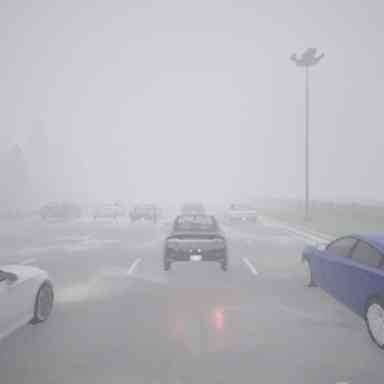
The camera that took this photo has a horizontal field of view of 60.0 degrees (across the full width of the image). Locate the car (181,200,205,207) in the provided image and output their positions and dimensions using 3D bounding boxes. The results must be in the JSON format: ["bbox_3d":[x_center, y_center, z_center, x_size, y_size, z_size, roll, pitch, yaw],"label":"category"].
[{"bbox_3d":[0.103,1.418,28.296,1.882,1.535,5.008,0,0,0],"label":"car"}]

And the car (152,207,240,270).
[{"bbox_3d":[0.101,1.469,10.940,2.128,1.511,4.902,0,0,0],"label":"car"}]

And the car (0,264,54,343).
[{"bbox_3d":[-3.410,1.517,4.134,1.812,1.442,4.674,0,0,0],"label":"car"}]

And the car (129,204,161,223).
[{"bbox_3d":[-3.397,1.548,25.165,1.895,1.301,4.718,0,0,0],"label":"car"}]

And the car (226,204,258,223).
[{"bbox_3d":[3.603,1.548,25.164,1.895,1.301,4.718,0,0,0],"label":"car"}]

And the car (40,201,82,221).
[{"bbox_3d":[-10.397,1.435,26.725,2.128,1.511,4.902,0,0,0],"label":"car"}]

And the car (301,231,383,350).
[{"bbox_3d":[3.600,1.465,6.186,1.882,1.535,5.008,0,0,0],"label":"car"}]

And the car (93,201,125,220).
[{"bbox_3d":[-6.898,1.467,27.750,1.812,1.442,4.674,0,0,0],"label":"car"}]
